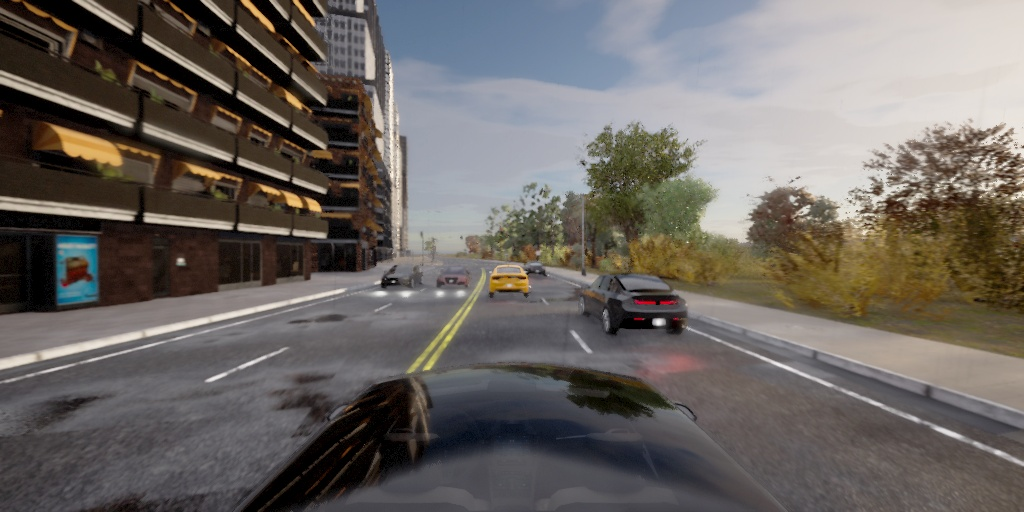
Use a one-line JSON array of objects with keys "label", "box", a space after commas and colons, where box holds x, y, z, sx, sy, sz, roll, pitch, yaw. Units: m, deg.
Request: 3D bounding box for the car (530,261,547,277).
[{"label": "car", "box": [2.205, 1.236, 35.312, 1.812, 1.442, 4.674, 0, 0, -4]}]

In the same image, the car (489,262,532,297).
[{"label": "car", "box": [-0.206, 1.215, 19.041, 1.882, 1.535, 5.008, 0, 0, -2]}]

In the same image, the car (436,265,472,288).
[{"label": "car", "box": [-3.724, 1.309, 23.600, 1.994, 1.385, 4.181, 0, 0, -2]}]

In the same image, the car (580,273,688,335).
[{"label": "car", "box": [3.261, 1.239, 10.468, 1.837, 1.490, 4.892, 0, 0, -1]}]

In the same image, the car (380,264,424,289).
[{"label": "car", "box": [-6.966, 1.264, 23.188, 1.837, 1.490, 4.892, 0, 0, -2]}]
